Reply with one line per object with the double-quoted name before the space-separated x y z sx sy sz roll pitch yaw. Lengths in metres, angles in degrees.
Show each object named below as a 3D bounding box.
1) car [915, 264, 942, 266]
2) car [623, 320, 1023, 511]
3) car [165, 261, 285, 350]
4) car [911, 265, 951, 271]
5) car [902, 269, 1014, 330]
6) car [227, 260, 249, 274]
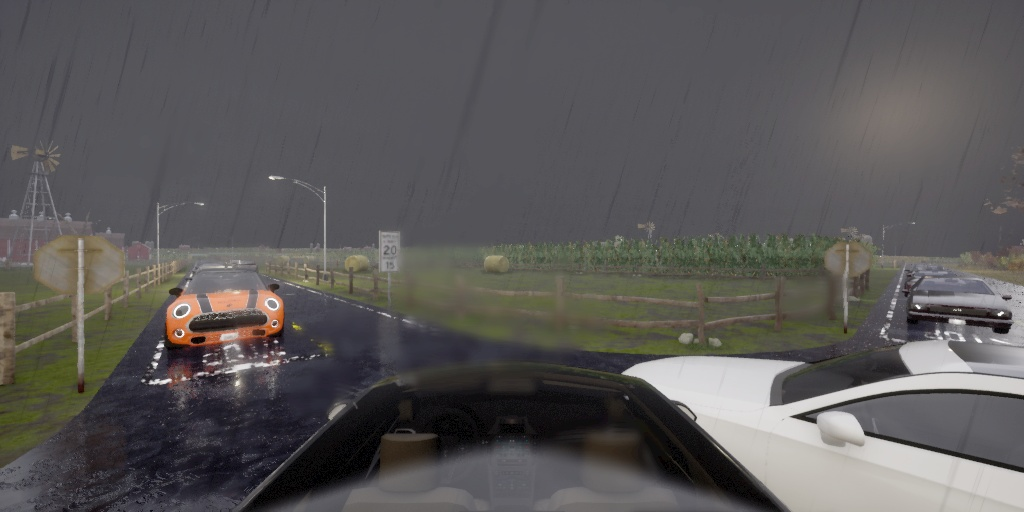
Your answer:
"car" 28.690 1.305 24.777 4.902 1.511 2.128 0 1 -42
"car" 2.861 1.293 2.215 1.812 1.442 4.674 0 1 -43
"car" -7.466 1.137 9.427 2.097 1.767 4.553 0 0 -39
"car" 21.050 1.361 17.870 4.181 1.385 1.994 0 1 -43
"car" 13.642 1.333 11.163 5.357 1.411 2.033 0 1 -42
"car" -33.211 1.269 43.389 1.837 1.490 4.892 0 0 -41
